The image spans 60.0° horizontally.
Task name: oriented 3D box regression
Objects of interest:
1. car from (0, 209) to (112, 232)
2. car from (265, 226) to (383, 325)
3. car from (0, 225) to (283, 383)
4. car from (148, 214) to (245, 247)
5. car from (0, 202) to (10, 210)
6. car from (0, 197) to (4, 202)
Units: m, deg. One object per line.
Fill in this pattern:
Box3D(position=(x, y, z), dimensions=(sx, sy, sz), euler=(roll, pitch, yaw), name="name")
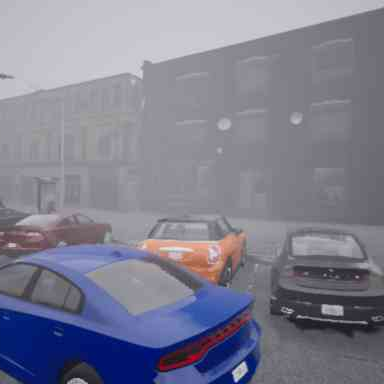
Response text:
Box3D(position=(-4.764, 1.472, 12.359), dimensions=(2.097, 1.535, 5.008), euler=(0, -1, 14), name="car")
Box3D(position=(2.675, 1.480, 7.174), dimensions=(2.231, 1.521, 4.892), euler=(0, -1, 15), name="car")
Box3D(position=(-1.584, 1.475, 4.462), dimensions=(5.008, 1.535, 1.882), euler=(0, 0, 35), name="car")
Box3D(position=(0.199, 1.351, 8.903), dimensions=(2.185, 1.767, 4.553), euler=(0, -1, 15), name="car")
Box3D(position=(-9.763, 1.467, 15.745), dimensions=(2.097, 1.535, 5.008), euler=(1, -1, 13), name="car")
Box3D(position=(-12.287, 1.213, 17.381), dimensions=(2.435, 2.045, 5.566), euler=(1, -1, 13), name="car")
